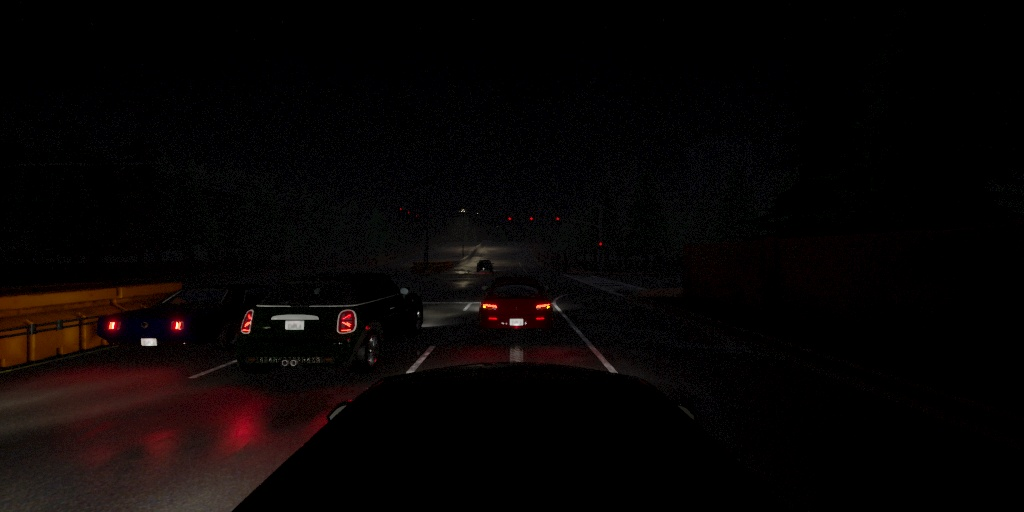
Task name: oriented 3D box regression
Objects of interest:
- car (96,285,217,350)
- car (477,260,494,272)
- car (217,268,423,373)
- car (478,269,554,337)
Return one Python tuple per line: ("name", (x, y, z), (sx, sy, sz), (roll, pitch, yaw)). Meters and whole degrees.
("car", (-6.902, 1.351, 9.044), (1.895, 1.301, 4.718), (0, 0, 0))
("car", (-3.410, 1.255, 45.470), (1.837, 1.490, 4.892), (0, 0, 0))
("car", (-3.400, 1.102, 7.730), (2.097, 1.767, 4.553), (0, 0, 0))
("car", (0.097, 1.276, 10.120), (1.812, 1.442, 4.674), (0, 0, 0))
